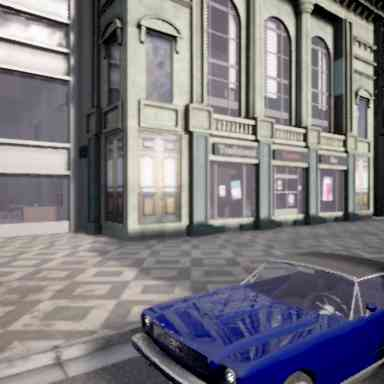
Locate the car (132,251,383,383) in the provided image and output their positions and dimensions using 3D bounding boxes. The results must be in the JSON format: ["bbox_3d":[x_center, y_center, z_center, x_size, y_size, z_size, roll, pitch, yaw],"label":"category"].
[{"bbox_3d":[1.641,1.599,4.542,4.718,1.301,1.895,0,0,-35],"label":"car"}]
